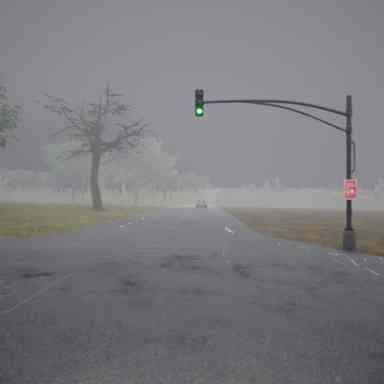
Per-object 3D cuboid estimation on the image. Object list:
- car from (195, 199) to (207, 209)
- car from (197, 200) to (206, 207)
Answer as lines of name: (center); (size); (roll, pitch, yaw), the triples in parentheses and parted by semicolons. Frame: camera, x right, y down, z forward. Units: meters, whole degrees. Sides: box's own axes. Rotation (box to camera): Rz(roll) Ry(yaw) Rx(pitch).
car: (1.605, 2.100, 56.679); (1.994, 1.385, 4.181); (0, -1, 2)
car: (1.931, 2.266, 66.712); (1.837, 1.490, 4.892); (0, -1, 2)
